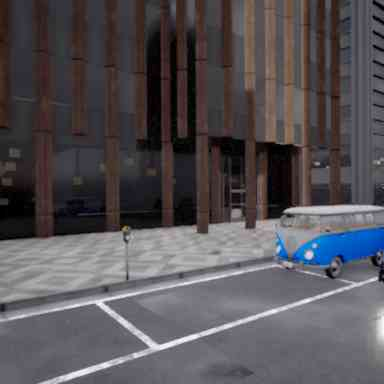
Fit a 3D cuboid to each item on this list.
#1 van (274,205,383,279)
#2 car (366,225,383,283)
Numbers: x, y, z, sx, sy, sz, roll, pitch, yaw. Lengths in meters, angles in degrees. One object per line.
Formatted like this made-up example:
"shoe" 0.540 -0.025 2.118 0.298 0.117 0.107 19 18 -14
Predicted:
"van" 4.120 1.290 9.592 3.998 1.788 1.690 0 0 -36
"car" 6.219 1.509 7.814 4.181 1.385 1.994 0 0 -35
